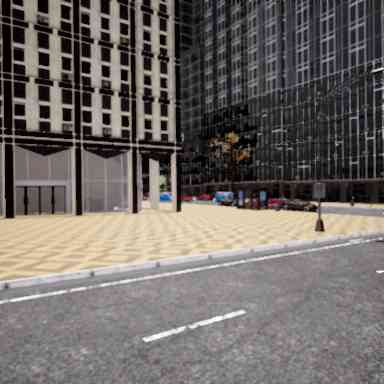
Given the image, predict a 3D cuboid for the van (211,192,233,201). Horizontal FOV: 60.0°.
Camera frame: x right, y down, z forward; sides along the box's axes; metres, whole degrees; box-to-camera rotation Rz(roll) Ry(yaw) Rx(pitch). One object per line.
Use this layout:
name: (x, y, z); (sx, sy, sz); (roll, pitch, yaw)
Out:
van: (5.757, 0.903, 59.460); (1.690, 1.788, 3.998); (0, 1, -35)

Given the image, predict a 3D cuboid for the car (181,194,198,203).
car: (-1.533, 1.083, 59.936); (1.882, 1.535, 5.008); (-1, 1, -34)

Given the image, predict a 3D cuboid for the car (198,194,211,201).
car: (2.535, 1.091, 64.145); (1.802, 1.307, 4.206); (0, 1, -35)

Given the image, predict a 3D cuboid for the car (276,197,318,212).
car: (11.637, 1.461, 35.913); (1.947, 1.339, 4.313); (0, 1, -35)

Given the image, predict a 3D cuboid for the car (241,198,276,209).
car: (8.429, 1.425, 40.607); (1.802, 1.307, 4.206); (0, 1, -35)

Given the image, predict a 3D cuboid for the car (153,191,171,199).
car: (-7.134, 0.663, 78.187); (2.192, 1.841, 5.009); (0, 1, -35)

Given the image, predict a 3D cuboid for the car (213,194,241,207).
car: (5.254, 1.357, 45.321); (1.947, 1.339, 4.313); (0, 1, -35)

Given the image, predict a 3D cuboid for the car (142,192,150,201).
car: (-10.814, 1.077, 68.757); (2.008, 1.369, 4.403); (0, 1, -35)

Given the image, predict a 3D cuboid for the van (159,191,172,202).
van: (-4.368, 0.975, 59.392); (1.690, 1.788, 3.998); (0, 1, -35)

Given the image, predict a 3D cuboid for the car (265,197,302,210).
car: (11.290, 1.377, 41.203); (1.994, 1.385, 4.181); (-1, 1, -35)

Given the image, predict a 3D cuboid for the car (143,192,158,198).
car: (-10.356, 0.734, 82.869); (1.967, 1.590, 4.097); (0, 1, -35)
